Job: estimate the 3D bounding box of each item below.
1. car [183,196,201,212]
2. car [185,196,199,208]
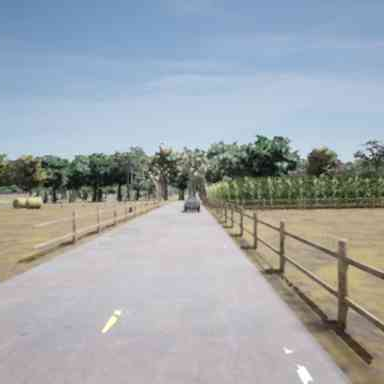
[{"bbox_3d":[0.002,1.499,38.332,2.128,1.511,4.902,0,0,0],"label":"car"},{"bbox_3d":[0.005,1.413,49.106,2.097,1.767,4.553,0,0,0],"label":"car"}]
